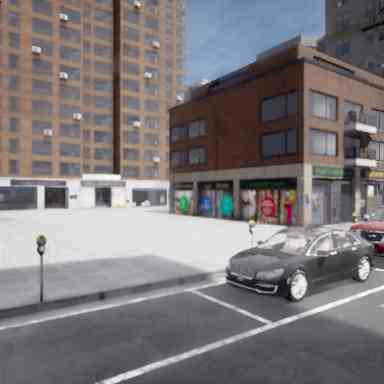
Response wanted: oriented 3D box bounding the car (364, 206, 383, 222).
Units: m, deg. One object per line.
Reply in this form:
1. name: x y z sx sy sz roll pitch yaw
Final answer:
1. car: 7.396 1.328 11.464 5.009 1.841 2.192 0 0 -36

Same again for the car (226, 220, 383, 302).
1. car: 2.786 1.558 8.176 4.403 1.369 2.008 0 0 -36
